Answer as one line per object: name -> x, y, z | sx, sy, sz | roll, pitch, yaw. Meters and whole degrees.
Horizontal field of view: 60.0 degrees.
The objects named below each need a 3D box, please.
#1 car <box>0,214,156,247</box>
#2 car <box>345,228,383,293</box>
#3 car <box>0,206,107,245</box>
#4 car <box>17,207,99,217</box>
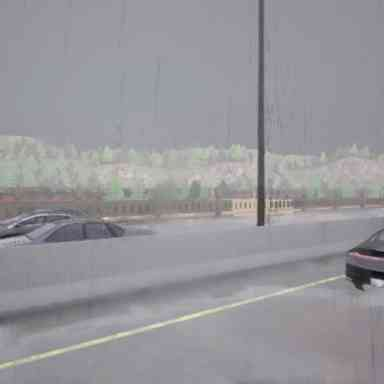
car -> -3.602, 1.549, 10.025 | 5.357, 1.411, 2.033 | 0, 0, -35
car -> 5.487, 1.495, 7.663 | 4.902, 1.511, 2.128 | 0, 0, -35
car -> -6.850, 1.506, 16.303 | 4.892, 1.490, 1.837 | 0, 0, -36
car -> -5.934, 1.492, 12.657 | 4.902, 1.511, 2.128 | 0, 0, -36
